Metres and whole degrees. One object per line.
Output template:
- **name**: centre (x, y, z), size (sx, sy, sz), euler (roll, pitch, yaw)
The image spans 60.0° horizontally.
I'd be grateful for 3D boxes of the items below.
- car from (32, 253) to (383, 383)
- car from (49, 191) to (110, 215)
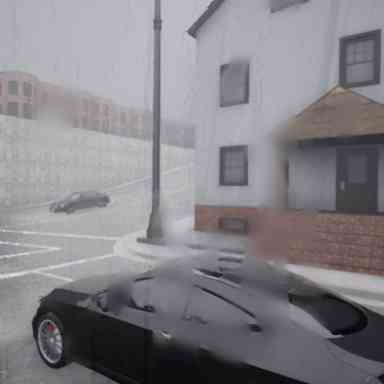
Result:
- **car**: centre (0.011, 1.498, 3.962), size (4.674, 1.442, 1.812), euler (1, 1, 36)
- **car**: centre (-8.238, 0.683, 24.693), size (1.812, 1.442, 4.674), euler (1, 7, 35)
